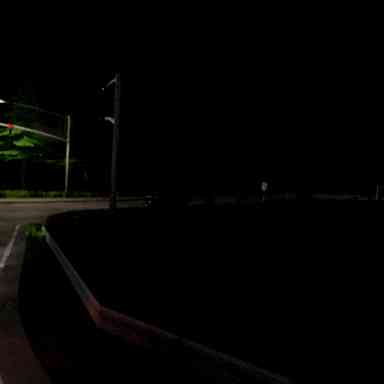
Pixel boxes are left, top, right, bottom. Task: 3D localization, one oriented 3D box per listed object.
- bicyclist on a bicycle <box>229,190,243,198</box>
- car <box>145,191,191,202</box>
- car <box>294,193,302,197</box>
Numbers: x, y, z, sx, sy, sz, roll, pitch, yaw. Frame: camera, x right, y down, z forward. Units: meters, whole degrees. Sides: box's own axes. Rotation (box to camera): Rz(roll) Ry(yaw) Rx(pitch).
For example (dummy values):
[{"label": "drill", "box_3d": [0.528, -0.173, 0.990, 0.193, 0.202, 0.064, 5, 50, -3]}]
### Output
[{"label": "bicyclist on a bicycle", "box_3d": [4.425, 0.616, 31.882, 1.656, 1.620, 0.582, 41, 23, 28]}, {"label": "car", "box_3d": [-2.005, 0.640, 29.895, 2.128, 1.511, 4.902, 6, 4, 39]}, {"label": "car", "box_3d": [18.824, 0.603, 56.214, 1.837, 1.490, 4.892, 5, 4, 37]}]
